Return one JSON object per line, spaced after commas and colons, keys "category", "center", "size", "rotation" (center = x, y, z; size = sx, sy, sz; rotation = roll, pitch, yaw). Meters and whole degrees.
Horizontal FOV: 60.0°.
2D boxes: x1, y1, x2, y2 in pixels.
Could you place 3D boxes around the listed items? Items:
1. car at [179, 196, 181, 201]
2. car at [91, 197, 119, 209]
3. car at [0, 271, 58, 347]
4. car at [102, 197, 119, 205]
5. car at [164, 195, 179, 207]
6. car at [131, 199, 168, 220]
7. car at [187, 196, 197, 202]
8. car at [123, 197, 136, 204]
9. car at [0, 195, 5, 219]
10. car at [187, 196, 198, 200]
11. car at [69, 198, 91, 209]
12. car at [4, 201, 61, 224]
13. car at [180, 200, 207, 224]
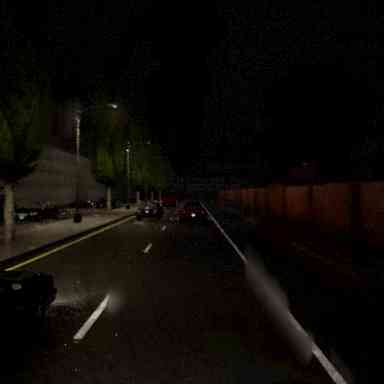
{"category": "car", "center": [-3.499, 1.498, 76.514], "size": [1.837, 1.490, 4.892], "rotation": [0, 0, 0]}
{"category": "car", "center": [-11.580, 1.504, 44.804], "size": [1.837, 1.490, 4.892], "rotation": [0, 0, 0]}
{"category": "car", "center": [-3.400, 1.547, 3.675], "size": [2.033, 1.411, 5.357], "rotation": [0, 0, 0]}
{"category": "car", "center": [-15.020, 1.598, 61.697], "size": [1.895, 1.301, 4.718], "rotation": [0, 0, 1]}
{"category": "car", "center": [-3.400, 1.476, 49.848], "size": [1.882, 1.535, 5.008], "rotation": [0, 0, 0]}
{"category": "car", "center": [-3.400, 1.546, 27.762], "size": [2.033, 1.411, 5.357], "rotation": [0, 0, 0]}
{"category": "car", "center": [0.001, 1.550, 73.519], "size": [1.994, 1.385, 4.181], "rotation": [0, 0, 0]}
{"category": "car", "center": [-11.528, 1.561, 61.719], "size": [1.994, 1.385, 4.181], "rotation": [0, 0, 1]}
{"category": "car", "center": [-15.874, 1.214, 25.170], "size": [2.150, 2.045, 5.566], "rotation": [1, 0, 13]}
{"category": "car", "center": [0.100, 1.546, 42.692], "size": [2.033, 1.411, 5.357], "rotation": [0, 0, 0]}
{"category": "car", "center": [-15.078, 1.546, 45.535], "size": [2.033, 1.411, 5.357], "rotation": [0, 0, 0]}
{"category": "car", "center": [-11.597, 1.489, 25.101], "size": [2.128, 1.511, 4.902], "rotation": [0, 0, 0]}
{"category": "car", "center": [0.100, 1.563, 25.056], "size": [1.994, 1.385, 4.181], "rotation": [0, 0, 0]}
